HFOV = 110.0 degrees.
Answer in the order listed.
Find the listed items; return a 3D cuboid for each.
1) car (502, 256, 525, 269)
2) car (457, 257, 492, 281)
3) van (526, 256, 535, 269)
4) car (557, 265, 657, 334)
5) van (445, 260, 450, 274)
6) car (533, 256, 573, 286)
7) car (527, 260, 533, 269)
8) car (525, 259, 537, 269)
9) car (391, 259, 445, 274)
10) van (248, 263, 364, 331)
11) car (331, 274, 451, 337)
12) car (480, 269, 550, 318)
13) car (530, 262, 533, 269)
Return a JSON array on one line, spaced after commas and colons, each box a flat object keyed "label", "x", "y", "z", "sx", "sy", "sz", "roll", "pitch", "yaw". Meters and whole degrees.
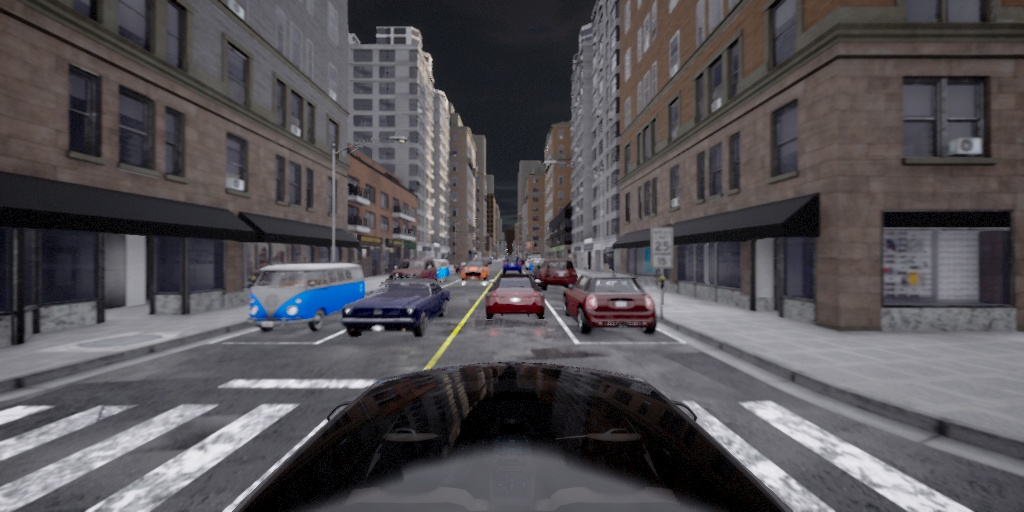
[{"label": "car", "x": 0.057, "y": 1.032, "z": 40.753, "sx": 2.150, "sy": 2.045, "sz": 5.566, "roll": 0, "pitch": 0, "yaw": 1}, {"label": "car", "x": -3.082, "y": 1.155, "z": 30.654, "sx": 2.097, "sy": 1.767, "sz": 4.553, "roll": 0, "pitch": 0, "yaw": 0}, {"label": "van", "x": 2.680, "y": 1.147, "z": 38.633, "sx": 1.690, "sy": 1.789, "sz": 3.998, "roll": 0, "pitch": 0, "yaw": 0}, {"label": "car", "x": 2.671, "y": 1.204, "z": 10.705, "sx": 1.967, "sy": 1.591, "sz": 4.097, "roll": 0, "pitch": 0, "yaw": 0}, {"label": "van", "x": -5.849, "y": 1.142, "z": 27.449, "sx": 1.690, "sy": 1.789, "sz": 3.998, "roll": 0, "pitch": 0, "yaw": 0}, {"label": "car", "x": 2.674, "y": 1.101, "z": 21.876, "sx": 2.192, "sy": 1.841, "sz": 5.009, "roll": 0, "pitch": 0, "yaw": 0}, {"label": "car", "x": 2.678, "y": 1.352, "z": 33.047, "sx": 2.007, "sy": 1.370, "sz": 4.403, "roll": 0, "pitch": 0, "yaw": 0}, {"label": "car", "x": 3.159, "y": 1.293, "z": 60.530, "sx": 1.882, "sy": 1.535, "sz": 5.008, "roll": 0, "pitch": 0, "yaw": 0}, {"label": "car", "x": -5.851, "y": 1.107, "z": 21.863, "sx": 2.192, "sy": 1.841, "sz": 5.009, "roll": 0, "pitch": 0, "yaw": 0}, {"label": "van", "x": -5.855, "y": 1.111, "z": 10.691, "sx": 1.690, "sy": 1.789, "sz": 3.998, "roll": 0, "pitch": 0, "yaw": 0}, {"label": "car", "x": -3.096, "y": 1.369, "z": 10.490, "sx": 1.895, "sy": 1.301, "sz": 4.718, "roll": 0, "pitch": 0, "yaw": 0}, {"label": "car", "x": 0.103, "y": 1.335, "z": 13.145, "sx": 1.994, "sy": 1.385, "sz": 4.181, "roll": 0, "pitch": 0, "yaw": 0}, {"label": "car", "x": 2.676, "y": 1.361, "z": 27.461, "sx": 1.948, "sy": 1.339, "sz": 4.313, "roll": 0, "pitch": 0, "yaw": 0}]
